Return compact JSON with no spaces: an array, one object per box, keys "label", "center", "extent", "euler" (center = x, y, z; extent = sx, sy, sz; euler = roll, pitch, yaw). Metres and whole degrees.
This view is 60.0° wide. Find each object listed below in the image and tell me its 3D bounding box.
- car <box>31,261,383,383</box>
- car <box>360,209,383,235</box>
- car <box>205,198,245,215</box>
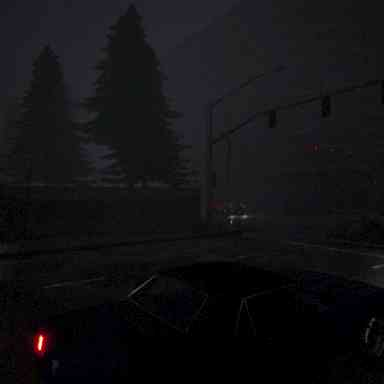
[{"label":"car","center":[0.670,1.601,4.260],"extent":[4.718,1.301,1.895],"euler":[0,0,-35]},{"label":"car","center":[11.282,1.574,17.336],"extent":[1.812,1.442,4.674],"euler":[0,0,-35]},{"label":"car","center":[3.392,1.408,34.664],"extent":[2.097,1.767,4.553],"euler":[0,0,-35]}]
